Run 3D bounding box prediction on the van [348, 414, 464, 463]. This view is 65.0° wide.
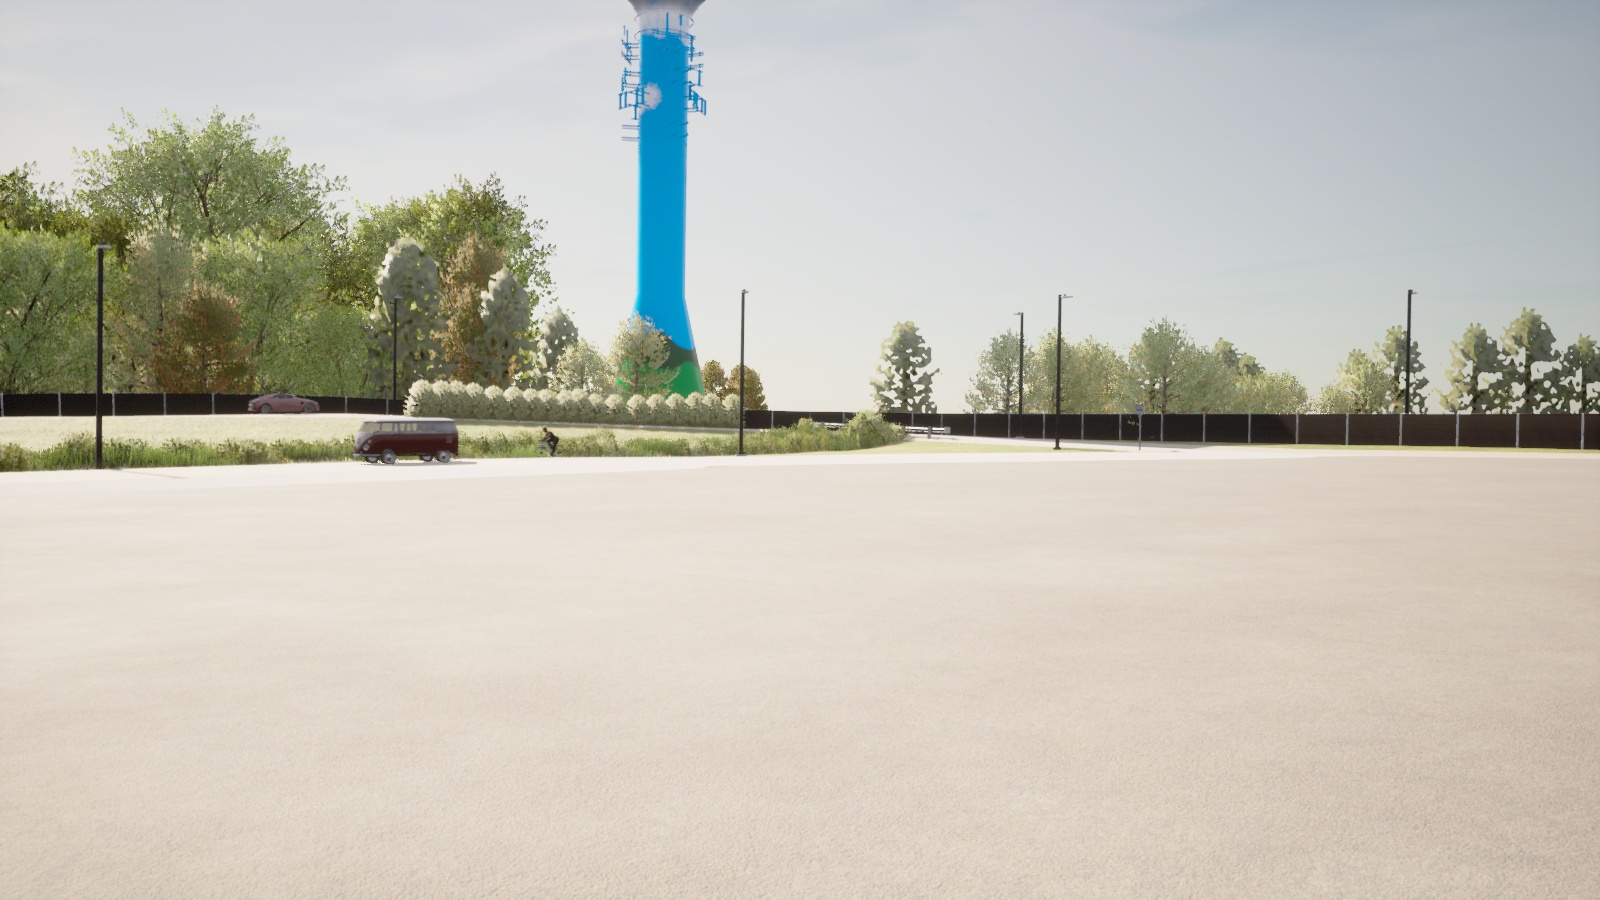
[{"bbox_3d":[-16.871,-0.539,53.878,1.775,1.987,4.442,2,2,44],"label":"van"}]

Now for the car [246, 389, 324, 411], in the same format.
[{"bbox_3d":[-32.804,-3.197,80.015,4.181,1.385,1.994,-2,3,-40],"label":"car"}]
